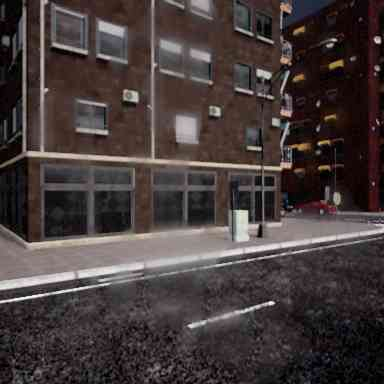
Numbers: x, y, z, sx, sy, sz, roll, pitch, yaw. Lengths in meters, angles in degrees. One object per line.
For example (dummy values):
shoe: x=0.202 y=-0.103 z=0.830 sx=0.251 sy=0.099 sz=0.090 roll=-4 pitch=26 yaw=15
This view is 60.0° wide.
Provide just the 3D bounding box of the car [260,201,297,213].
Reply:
car: x=10.853 y=1.868 z=41.920 sx=1.947 sy=1.339 sz=4.313 roll=-1 pitch=0 yaw=-36

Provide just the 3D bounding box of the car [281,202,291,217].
car: x=7.204 y=1.823 z=32.719 sx=1.802 sy=1.307 sz=4.206 roll=-1 pitch=0 yaw=-36

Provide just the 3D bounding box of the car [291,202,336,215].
car: x=13.970 y=1.776 z=37.607 sx=1.887 sy=1.381 sz=4.507 roll=-1 pitch=0 yaw=-36
